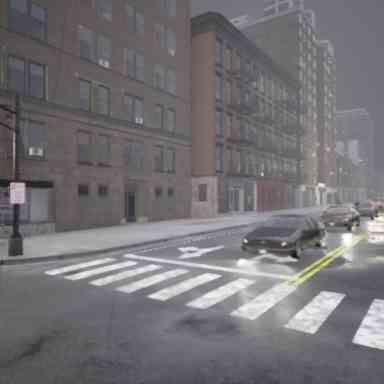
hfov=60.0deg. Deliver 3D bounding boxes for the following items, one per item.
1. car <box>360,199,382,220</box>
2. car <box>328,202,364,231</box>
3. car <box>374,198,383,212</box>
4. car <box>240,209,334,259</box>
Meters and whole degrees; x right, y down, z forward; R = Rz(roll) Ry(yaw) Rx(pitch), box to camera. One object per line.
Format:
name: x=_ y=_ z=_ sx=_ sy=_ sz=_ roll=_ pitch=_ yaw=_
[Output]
car: x=15.361 y=1.610 z=29.677 sx=1.837 sy=1.490 sz=4.892 roll=-1 pitch=-1 yaw=35
car: x=9.533 y=1.613 z=21.408 sx=1.812 sy=1.442 sz=4.674 roll=-1 pitch=-1 yaw=35
car: x=22.108 y=1.480 z=39.194 sx=2.097 sy=1.767 sz=4.553 roll=-1 pitch=-1 yaw=36
car: x=3.908 y=1.622 z=13.393 sx=2.033 sy=1.411 sz=5.357 roll=-1 pitch=-1 yaw=35
